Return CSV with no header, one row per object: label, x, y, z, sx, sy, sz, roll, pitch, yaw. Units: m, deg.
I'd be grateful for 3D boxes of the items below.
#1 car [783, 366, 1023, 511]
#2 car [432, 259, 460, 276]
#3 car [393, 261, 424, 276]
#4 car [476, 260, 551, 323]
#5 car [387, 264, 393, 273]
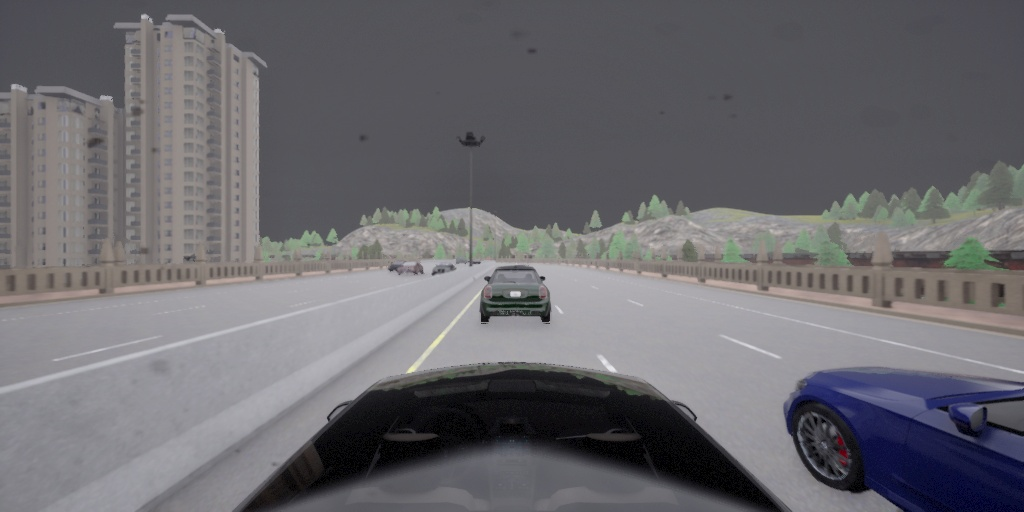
car,3.600,1.276,1.583,1.812,1.442,4.674,0,0,0
car,-7.087,1.332,37.868,1.994,1.385,4.181,0,0,0
car,-10.588,1.293,37.728,1.812,1.442,4.674,0,0,0
car,0.101,1.102,12.314,2.097,1.767,4.553,0,0,0
car,-14.077,1.330,45.566,2.033,1.411,5.357,0,0,0
